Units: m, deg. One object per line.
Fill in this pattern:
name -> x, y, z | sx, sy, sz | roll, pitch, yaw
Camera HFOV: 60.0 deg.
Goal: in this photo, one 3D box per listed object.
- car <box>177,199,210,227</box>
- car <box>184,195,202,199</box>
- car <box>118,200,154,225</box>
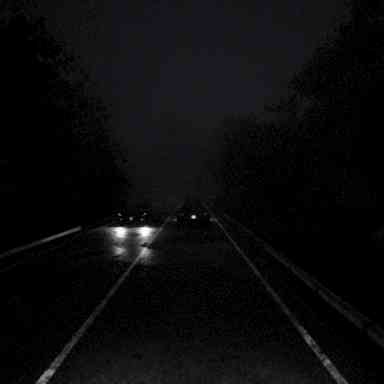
car -> 0.092, 1.374, 20.839 | 1.994, 1.385, 4.181 | 0, 1, 0
car -> 0.085, 1.129, 37.693 | 2.128, 1.511, 4.902 | 0, 1, 0
car -> -3.608, 1.302, 22.127 | 1.837, 1.490, 4.892 | 0, 1, 0
